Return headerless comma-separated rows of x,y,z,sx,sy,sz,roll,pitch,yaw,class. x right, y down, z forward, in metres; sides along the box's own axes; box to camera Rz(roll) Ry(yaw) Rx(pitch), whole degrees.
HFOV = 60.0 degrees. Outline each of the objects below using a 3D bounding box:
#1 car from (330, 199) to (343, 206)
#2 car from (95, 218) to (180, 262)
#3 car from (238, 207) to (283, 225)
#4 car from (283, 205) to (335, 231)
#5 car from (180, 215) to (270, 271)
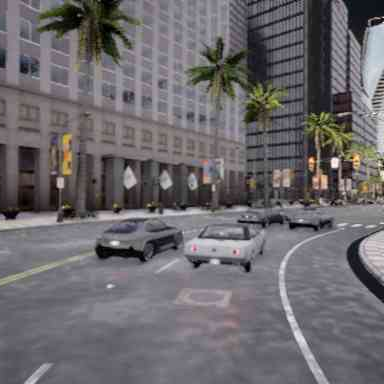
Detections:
32.748,2.384,75.271,2.161,1.482,4.786,0,-1,38,car
-1.855,1.673,12.822,1.994,1.385,4.181,0,-1,20,car
5.346,1.806,24.836,2.033,1.411,5.357,0,-1,39,car
8.259,1.821,22.860,1.994,1.385,4.181,0,-1,39,car
1.385,1.716,11.549,1.895,1.301,4.718,0,-1,19,car
